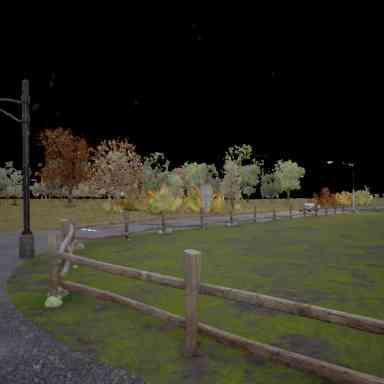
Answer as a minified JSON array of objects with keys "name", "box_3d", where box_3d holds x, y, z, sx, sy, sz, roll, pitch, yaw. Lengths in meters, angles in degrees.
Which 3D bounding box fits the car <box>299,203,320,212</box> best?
[{"name":"car","box_3d":[18.813,2.449,53.015,2.033,1.411,5.357,-1,-2,40]}]
